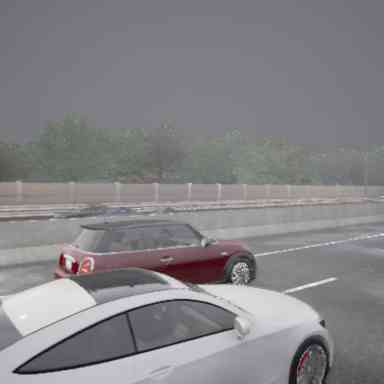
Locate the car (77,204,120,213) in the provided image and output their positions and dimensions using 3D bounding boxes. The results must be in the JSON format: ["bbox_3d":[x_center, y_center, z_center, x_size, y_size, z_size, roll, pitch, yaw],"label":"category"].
[{"bbox_3d":[-5.004,1.709,21.912,4.181,1.385,1.994,0,0,-35],"label":"car"}]

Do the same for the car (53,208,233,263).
[{"bbox_3d":[-0.622,1.393,7.605,4.553,1.767,2.097,0,0,-35],"label":"car"}]

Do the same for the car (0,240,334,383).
[{"bbox_3d":[-0.503,1.548,3.391,4.674,1.442,1.812,-1,0,-35],"label":"car"}]

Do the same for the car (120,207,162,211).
[{"bbox_3d":[-1.790,1.670,19.904,4.181,1.385,1.994,0,0,-35],"label":"car"}]

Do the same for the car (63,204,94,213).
[{"bbox_3d":[-7.550,1.684,24.396,4.892,1.490,1.837,0,0,-35],"label":"car"}]
